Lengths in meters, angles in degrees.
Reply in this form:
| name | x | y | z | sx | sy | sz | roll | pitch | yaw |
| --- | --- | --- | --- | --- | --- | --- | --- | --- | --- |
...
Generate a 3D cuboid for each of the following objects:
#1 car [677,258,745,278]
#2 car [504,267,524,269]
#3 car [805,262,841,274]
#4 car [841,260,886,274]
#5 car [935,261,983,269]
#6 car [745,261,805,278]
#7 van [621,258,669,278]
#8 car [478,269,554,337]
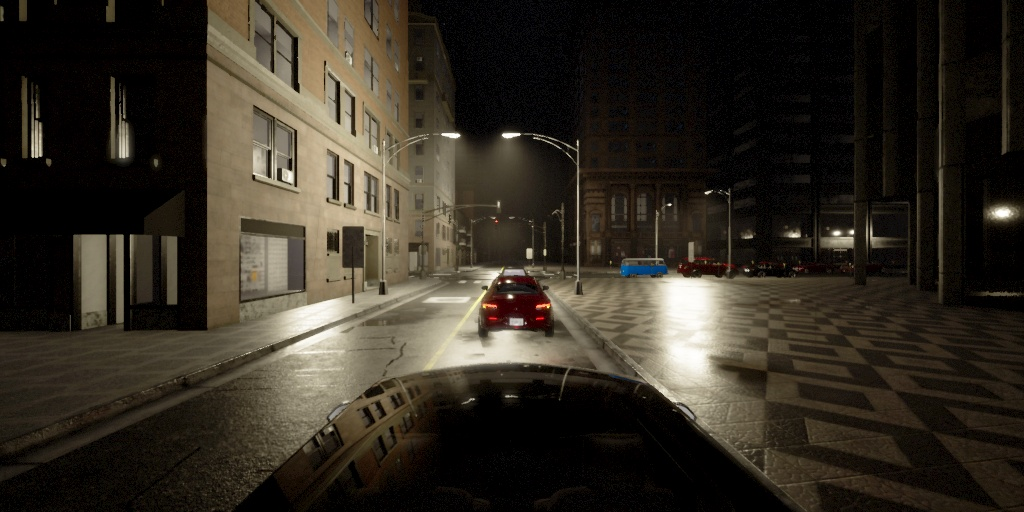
| name | x | y | z | sx | sy | sz | roll | pitch | yaw |
| --- | --- | --- | --- | --- | --- | --- | --- | --- | --- |
| car | 17.390 | 1.078 | 31.998 | 5.009 | 1.841 | 2.192 | 0 | 0 | -1 |
| car | 0.114 | 1.303 | 19.977 | 1.994 | 1.385 | 4.181 | 0 | 0 | 0 |
| car | 34.209 | 1.331 | 40.769 | 4.207 | 1.307 | 1.802 | 0 | 0 | -1 |
| car | 39.848 | 1.185 | 40.851 | 4.097 | 1.591 | 1.967 | 0 | 0 | -1 |
| car | 39.947 | 1.190 | 32.326 | 4.097 | 1.591 | 1.967 | 0 | 0 | -1 |
| car | 23.030 | 1.326 | 32.080 | 4.313 | 1.339 | 1.948 | 0 | 0 | -1 |
| van | 11.749 | 1.105 | 31.916 | 3.998 | 1.789 | 1.690 | 0 | 0 | -1 |
| car | 0.097 | 1.271 | 10.105 | 1.812 | 1.442 | 4.674 | 0 | 0 | 0 |
